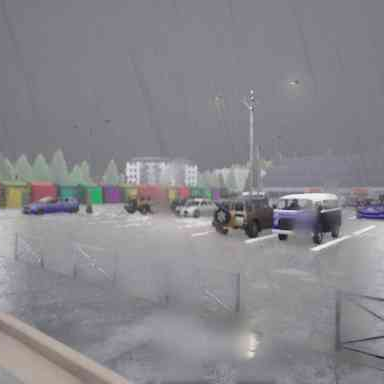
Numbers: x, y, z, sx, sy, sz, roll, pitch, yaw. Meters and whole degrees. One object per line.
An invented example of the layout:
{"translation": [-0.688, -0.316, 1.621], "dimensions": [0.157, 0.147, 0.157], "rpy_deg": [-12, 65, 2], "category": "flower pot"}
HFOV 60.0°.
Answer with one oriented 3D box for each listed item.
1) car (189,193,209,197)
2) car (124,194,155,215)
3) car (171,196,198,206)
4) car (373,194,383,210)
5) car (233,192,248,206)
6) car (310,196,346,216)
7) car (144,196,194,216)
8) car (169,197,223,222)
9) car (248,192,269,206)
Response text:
{"translation": [1.176, 1.059, 45.669], "dimensions": [1.932, 1.855, 4.605], "rpy_deg": [1, 0, 39], "category": "car"}
{"translation": [-3.977, 1.077, 30.467], "dimensions": [1.932, 1.855, 4.605], "rpy_deg": [1, 0, 39], "category": "car"}
{"translation": [-1.038, 1.248, 47.540], "dimensions": [1.784, 1.438, 3.905], "rpy_deg": [1, 0, 39], "category": "car"}
{"translation": [27.458, 1.238, 46.996], "dimensions": [1.905, 1.878, 3.866], "rpy_deg": [1, 0, 39], "category": "car"}
{"translation": [9.929, 1.308, 61.135], "dimensions": [1.970, 1.475, 3.806], "rpy_deg": [1, 0, 39], "category": "car"}
{"translation": [14.370, 1.429, 35.116], "dimensions": [1.970, 1.475, 3.806], "rpy_deg": [1, 0, 39], "category": "car"}
{"translation": [-1.861, 1.308, 28.819], "dimensions": [1.784, 1.438, 3.905], "rpy_deg": [1, 0, 39], "category": "car"}
{"translation": [0.390, 1.361, 26.999], "dimensions": [1.970, 1.475, 3.806], "rpy_deg": [1, 0, 39], "category": "car"}
{"translation": [12.175, 1.091, 59.306], "dimensions": [1.905, 1.878, 3.866], "rpy_deg": [1, 0, 39], "category": "car"}
